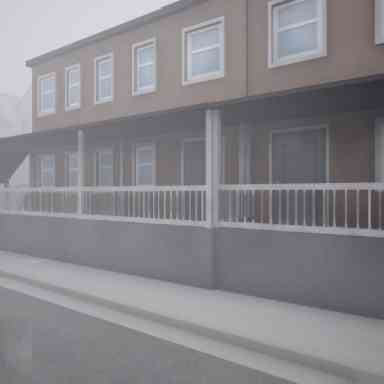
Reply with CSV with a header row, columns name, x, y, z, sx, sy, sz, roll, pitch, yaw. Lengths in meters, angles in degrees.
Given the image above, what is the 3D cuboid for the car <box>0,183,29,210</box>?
name,x,y,z,sx,sy,sz,roll,pitch,yaw
car,-15.188,0.727,27.240,2.150,2.045,5.566,0,14,34
